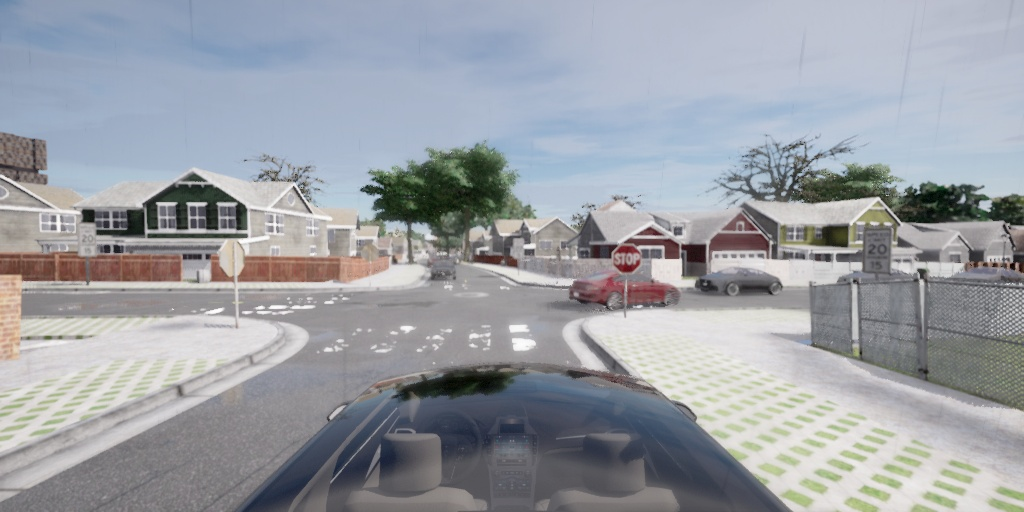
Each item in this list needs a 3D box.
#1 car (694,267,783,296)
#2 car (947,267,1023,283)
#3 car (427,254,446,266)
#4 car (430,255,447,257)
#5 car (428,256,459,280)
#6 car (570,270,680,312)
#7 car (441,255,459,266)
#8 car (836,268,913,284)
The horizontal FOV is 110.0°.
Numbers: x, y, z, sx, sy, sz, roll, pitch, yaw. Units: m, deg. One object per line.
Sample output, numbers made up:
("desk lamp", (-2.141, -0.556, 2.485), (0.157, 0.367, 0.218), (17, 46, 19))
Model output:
("car", (11.856, 1.281, 18.809), (4.181, 1.385, 1.994), (1, 2, -13))
("car", (31.254, 1.442, 23.473), (5.357, 1.411, 2.033), (1, 2, -16))
("car", (-10.716, 0.644, 50.392), (2.097, 1.767, 4.553), (-1, 1, -17))
("car", (-7.321, 0.959, 37.911), (2.033, 1.411, 5.357), (0, 1, -14))
("car", (-5.291, 1.011, 27.841), (1.837, 1.490, 4.892), (0, 1, -10))
("car", (4.508, 1.267, 14.257), (4.674, 1.442, 1.812), (0, 1, -25))
("car", (-10.026, 0.694, 57.826), (2.128, 1.511, 4.902), (-1, 1, -17))
("car", (21.243, 1.368, 20.870), (4.181, 1.385, 1.994), (0, 2, -14))
